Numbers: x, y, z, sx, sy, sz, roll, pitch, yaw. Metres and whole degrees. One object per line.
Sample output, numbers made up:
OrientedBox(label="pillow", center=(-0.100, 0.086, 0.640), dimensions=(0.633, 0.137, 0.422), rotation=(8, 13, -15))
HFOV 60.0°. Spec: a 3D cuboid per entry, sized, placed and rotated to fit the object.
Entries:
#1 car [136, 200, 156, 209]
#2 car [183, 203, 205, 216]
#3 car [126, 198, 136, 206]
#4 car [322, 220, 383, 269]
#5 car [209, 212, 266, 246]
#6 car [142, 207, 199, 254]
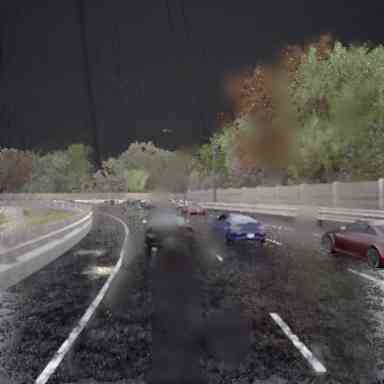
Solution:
OrientedBox(label="car", center=(-7.697, 2.275, 56.795), dimensions=(1.895, 1.301, 4.718), rotation=(0, -1, -23))
OrientedBox(label="car", center=(-0.021, 1.992, 37.915), dimensions=(1.994, 1.385, 4.181), rotation=(0, -1, -20))
OrientedBox(label="car", center=(-13.885, 2.281, 76.783), dimensions=(2.097, 1.767, 4.553), rotation=(0, -1, -4))
OrientedBox(label="car", center=(6.276, 1.668, 11.555), dimensions=(1.994, 1.385, 4.181), rotation=(0, -1, -5))
OrientedBox(label="car", center=(2.125, 1.702, 16.373), dimensions=(1.812, 1.442, 4.674), rotation=(0, -1, -9))
OrientedBox(label="car", center=(-1.107, 1.647, 14.462), dimensions=(1.882, 1.535, 5.008), rotation=(0, -1, -8))
